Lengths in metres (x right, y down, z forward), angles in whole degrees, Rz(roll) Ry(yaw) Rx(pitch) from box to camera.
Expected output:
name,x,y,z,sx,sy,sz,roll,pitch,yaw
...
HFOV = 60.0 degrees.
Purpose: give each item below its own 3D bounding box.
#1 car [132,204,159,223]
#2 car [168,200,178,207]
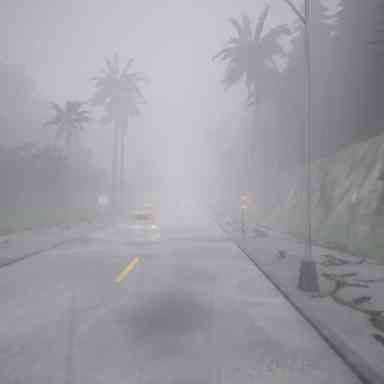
name,x,y,z,sx,sy,sz,roll,pitch,yaw
car,-4.095,1.865,29.717,1.882,1.535,5.008,0,-1,0
car,-3.996,2.395,71.272,1.882,1.535,5.008,0,-1,0
